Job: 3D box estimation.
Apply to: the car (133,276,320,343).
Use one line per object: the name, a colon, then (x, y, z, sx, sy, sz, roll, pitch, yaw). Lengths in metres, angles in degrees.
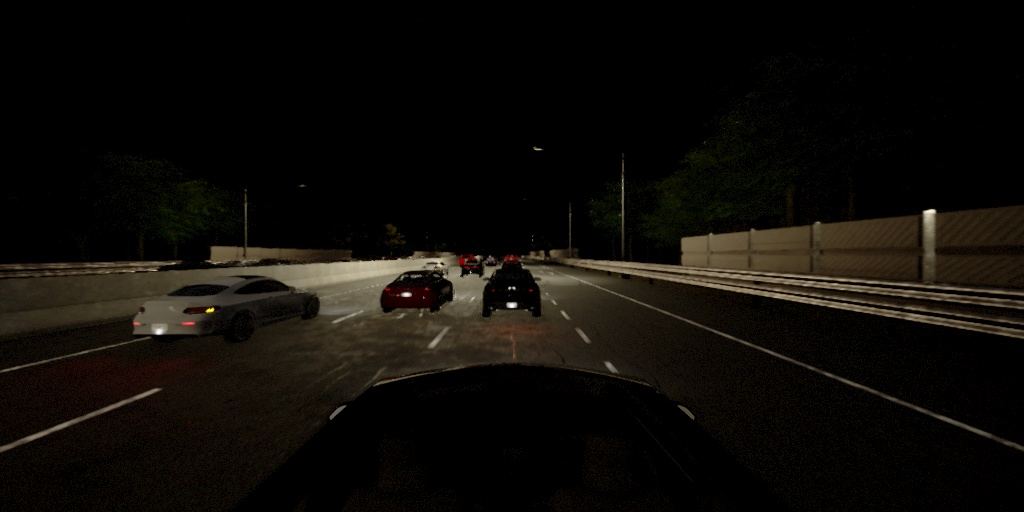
car: (-7.004, 1.239, 9.428, 1.812, 1.442, 4.674, 0, 0, 0)

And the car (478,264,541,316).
car: (-0.004, 1.192, 13.030, 1.837, 1.490, 4.892, 0, 0, 0)

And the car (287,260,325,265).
car: (-17.575, 1.198, 32.010, 1.994, 1.385, 4.181, 0, 0, 0)

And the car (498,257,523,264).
car: (-0.002, 1.089, 32.831, 1.882, 1.535, 5.008, 0, 0, 0)

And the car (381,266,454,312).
car: (-3.504, 1.249, 13.917, 1.994, 1.385, 4.181, 0, 0, 0)

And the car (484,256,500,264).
car: (-3.503, 1.083, 60.875, 2.033, 1.411, 5.357, 0, 0, 0)

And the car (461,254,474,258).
car: (-7.002, 0.776, 56.936, 2.150, 2.045, 5.566, 0, 0, 0)

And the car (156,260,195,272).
car: (-28.074, 1.124, 31.269, 1.882, 1.535, 5.008, 0, 0, 0)

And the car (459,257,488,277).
car: (-3.504, 1.121, 32.821, 1.837, 1.490, 4.892, 0, 0, 0)

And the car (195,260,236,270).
car: (-24.574, 1.135, 31.644, 2.128, 1.511, 4.902, 0, 0, 0)

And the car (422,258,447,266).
car: (-7.003, 1.145, 32.816, 1.812, 1.442, 4.674, 0, 0, 0)

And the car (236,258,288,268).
car: (-21.078, 0.990, 31.244, 2.097, 1.767, 4.553, 0, 0, 0)

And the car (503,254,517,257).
car: (-0.003, 0.746, 62.937, 2.150, 2.045, 5.566, 0, 0, 0)
